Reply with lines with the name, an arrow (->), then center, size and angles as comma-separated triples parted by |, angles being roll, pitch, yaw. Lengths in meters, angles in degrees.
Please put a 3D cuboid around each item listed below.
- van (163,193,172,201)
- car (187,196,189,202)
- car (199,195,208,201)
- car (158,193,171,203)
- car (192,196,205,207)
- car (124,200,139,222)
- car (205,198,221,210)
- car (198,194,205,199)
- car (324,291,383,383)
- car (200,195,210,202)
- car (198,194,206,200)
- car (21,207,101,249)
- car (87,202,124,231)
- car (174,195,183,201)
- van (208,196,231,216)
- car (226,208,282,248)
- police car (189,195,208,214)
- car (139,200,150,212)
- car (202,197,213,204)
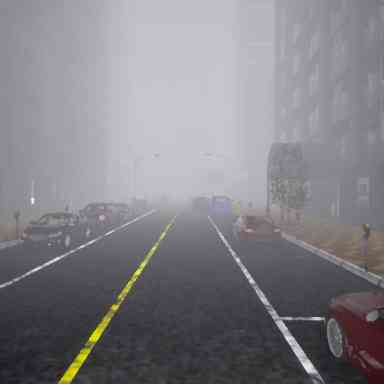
van -> -5.689, 1.224, 77.010 | 1.690, 1.788, 3.998 | 0, 0, 0
car -> 0.000, 1.335, 70.248 | 1.882, 1.535, 5.008 | 0, 0, 0
car -> 2.691, 1.434, 77.007 | 2.008, 1.369, 4.403 | 0, 0, 0
car -> -5.690, 1.461, 65.625 | 2.008, 1.369, 4.403 | 0, 0, 0
car -> 0.900, 1.415, 50.486 | 1.882, 1.535, 5.008 | 0, 0, 0
car -> -5.691, 1.525, 25.778 | 2.008, 1.369, 4.403 | 0, 0, 0
car -> 2.690, 1.529, 42.852 | 1.802, 1.307, 4.206 | 0, 0, 0
car -> 2.691, 1.271, 94.083 | 1.967, 1.590, 4.097 | 0, 0, 0
car -> 2.689, 1.580, 3.003 | 1.802, 1.307, 4.206 | 0, 0, 0
car -> 2.691, 1.448, 71.314 | 2.008, 1.369, 4.403 | 0, 0, 0
car -> 2.692, 1.289, 88.391 | 1.967, 1.590, 4.097 | 0, 0, 0
car -> -5.691, 1.541, 14.393 | 2.008, 1.369, 4.403 | 0, 0, 0
car -> -5.691, 1.423, 20.086 | 1.967, 1.590, 4.097 | 0, 0, 0
car -> -3.000, 1.372, 76.635 | 1.812, 1.442, 4.674 | 0, 0, 0
van -> 2.690, 1.306, 31.467 | 1.690, 1.788, 3.998 | 0, 0, 0
car -> 2.690, 1.572, 14.391 | 1.802, 1.307, 4.206 | 0, 0, 0
police car -> 0.900, 1.386, 34.596 | 1.930, 1.638, 5.238 | 0, 0, 0
car -> -5.691, 1.538, 37.162 | 1.802, 1.307, 4.206 | 0, 0, 0
car -> 2.691, 1.503, 59.929 | 1.802, 1.307, 4.206 | 0, 0, 0
